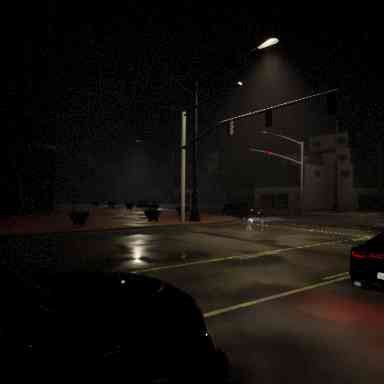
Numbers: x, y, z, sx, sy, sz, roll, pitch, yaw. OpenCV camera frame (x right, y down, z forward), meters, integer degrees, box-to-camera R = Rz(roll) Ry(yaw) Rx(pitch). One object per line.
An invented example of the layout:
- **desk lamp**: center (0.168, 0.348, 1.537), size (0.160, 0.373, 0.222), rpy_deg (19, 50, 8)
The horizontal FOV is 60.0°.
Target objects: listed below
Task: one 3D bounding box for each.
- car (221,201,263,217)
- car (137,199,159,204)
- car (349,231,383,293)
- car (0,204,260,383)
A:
- **car**: center (4.729, 1.618, 31.952), size (1.812, 1.442, 4.674), rpy_deg (1, -1, -35)
- **car**: center (-6.329, 1.661, 47.874), size (1.994, 1.385, 4.181), rpy_deg (1, -1, -35)
- **car**: center (5.752, 1.498, 7.883), size (5.008, 1.535, 1.882), rpy_deg (0, 0, -35)
- **car**: center (-2.328, 1.222, 2.083), size (5.566, 2.045, 2.150), rpy_deg (0, 0, -36)
